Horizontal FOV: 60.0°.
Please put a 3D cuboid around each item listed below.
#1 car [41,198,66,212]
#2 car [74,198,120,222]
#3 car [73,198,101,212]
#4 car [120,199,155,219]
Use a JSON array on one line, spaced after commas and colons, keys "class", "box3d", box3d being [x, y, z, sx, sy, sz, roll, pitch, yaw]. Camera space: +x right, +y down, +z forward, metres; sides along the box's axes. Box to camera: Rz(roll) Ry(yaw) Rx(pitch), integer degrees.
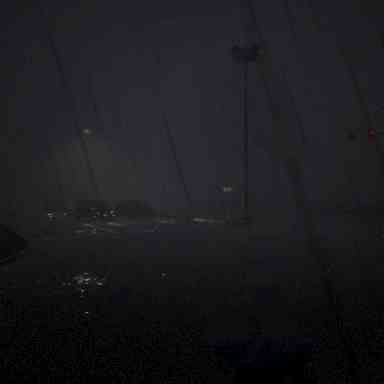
[{"class": "car", "box3d": [-15.656, 1.414, 37.530, 1.882, 1.535, 5.008, -1, 0, -35]}, {"class": "car", "box3d": [-7.666, 1.442, 26.095, 1.837, 1.490, 4.892, -1, 0, -35]}, {"class": "car", "box3d": [-12.324, 1.437, 38.868, 1.812, 1.442, 4.674, -1, 0, -35]}, {"class": "car", "box3d": [-4.952, 1.389, 28.320, 1.882, 1.535, 5.008, -1, 0, -35]}]
